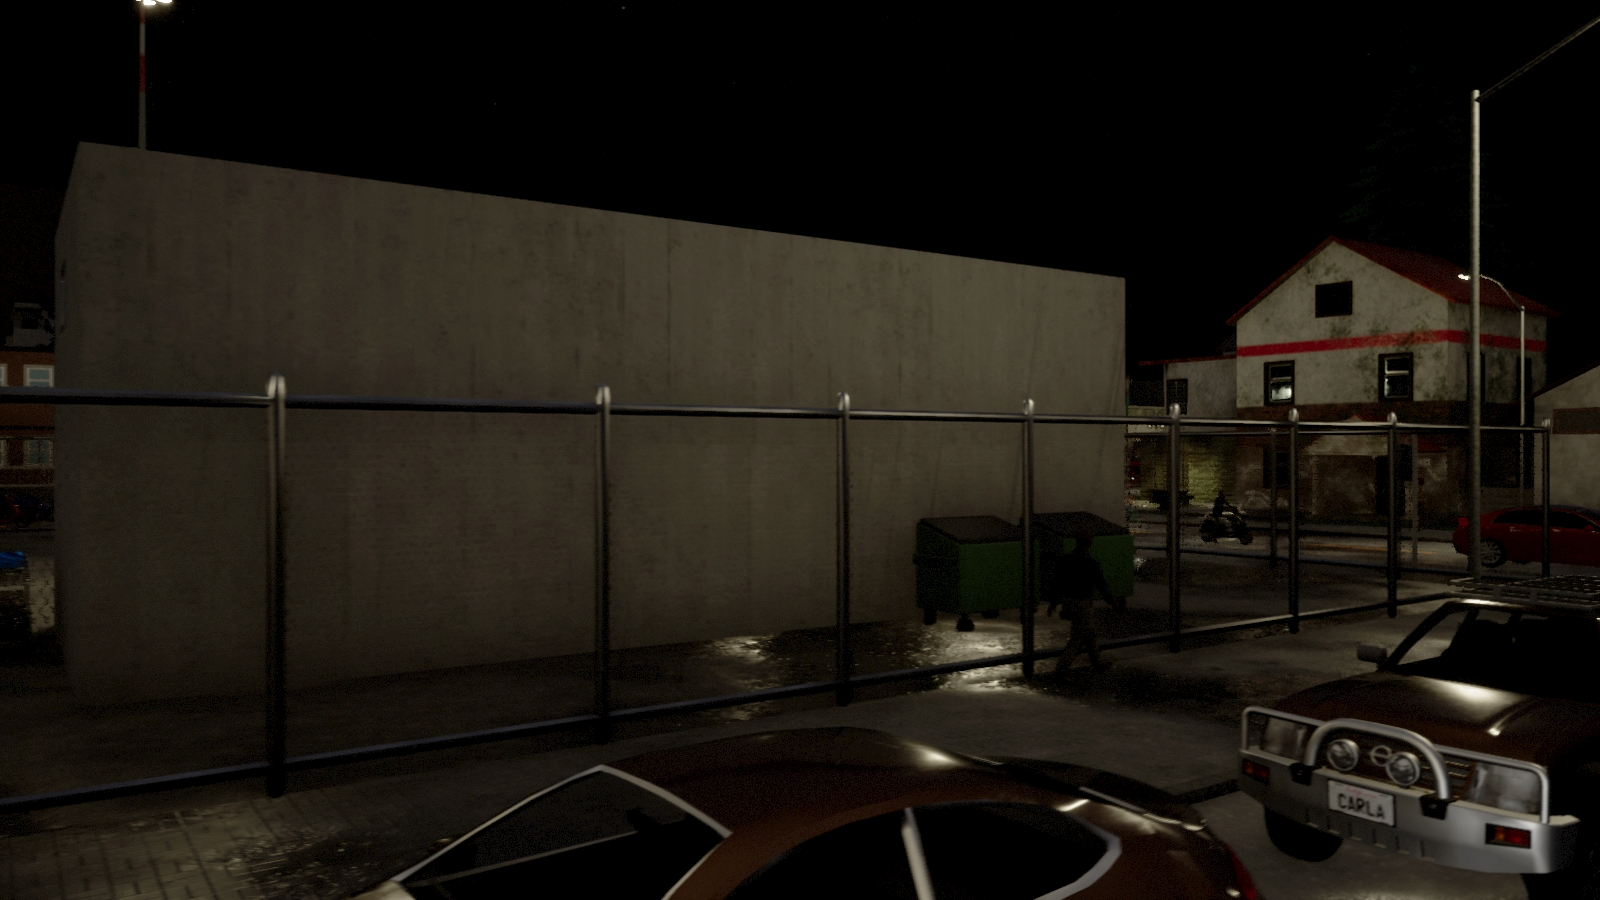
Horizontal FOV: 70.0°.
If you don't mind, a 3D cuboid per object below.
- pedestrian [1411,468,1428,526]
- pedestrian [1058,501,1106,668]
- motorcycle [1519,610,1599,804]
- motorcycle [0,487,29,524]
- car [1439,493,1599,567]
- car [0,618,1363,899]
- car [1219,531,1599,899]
[{"bbox_3d":[20.267,1.524,37.367,0.375,1.860,0.375,0,0,-37],"label":"pedestrian"},{"bbox_3d":[3.241,1.524,13.131,0.375,1.860,0.375,0,0,-36],"label":"pedestrian"},{"bbox_3d":[6.505,1.962,8.934,1.805,1.236,0.856,0,0,-35],"label":"motorcycle"},{"bbox_3d":[-28.128,1.962,40.070,1.805,1.236,0.856,0,0,-35],"label":"motorcycle"},{"bbox_3d":[17.941,1.840,26.559,2.231,1.480,4.892,0,0,-35],"label":"car"},{"bbox_3d":[-0.373,1.772,4.125,5.027,1.651,2.152,0,0,-35],"label":"car"},{"bbox_3d":[5.197,1.643,8.005,4.605,1.855,1.932,0,0,-34],"label":"car"}]
